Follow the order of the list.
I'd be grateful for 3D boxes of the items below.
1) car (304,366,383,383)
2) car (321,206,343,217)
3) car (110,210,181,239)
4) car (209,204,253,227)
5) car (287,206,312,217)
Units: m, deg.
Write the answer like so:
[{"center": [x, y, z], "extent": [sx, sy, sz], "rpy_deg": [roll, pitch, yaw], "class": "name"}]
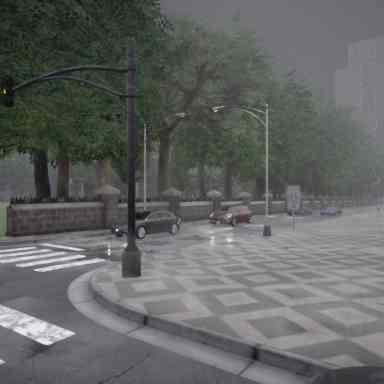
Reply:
[{"center": [2.454, 1.551, 1.218], "extent": [4.403, 1.369, 2.008], "rpy_deg": [0, 0, 35], "class": "car"}, {"center": [18.609, 2.548, 44.265], "extent": [2.033, 1.411, 5.357], "rpy_deg": [0, -1, 35], "class": "car"}, {"center": [-2.599, 1.833, 19.657], "extent": [1.837, 1.490, 4.892], "rpy_deg": [0, -1, 35], "class": "car"}, {"center": [3.360, 1.893, 28.129], "extent": [2.097, 1.767, 4.553], "rpy_deg": [0, -1, 35], "class": "car"}, {"center": [14.139, 2.482, 43.379], "extent": [2.033, 1.411, 5.357], "rpy_deg": [0, -1, 36], "class": "car"}]
